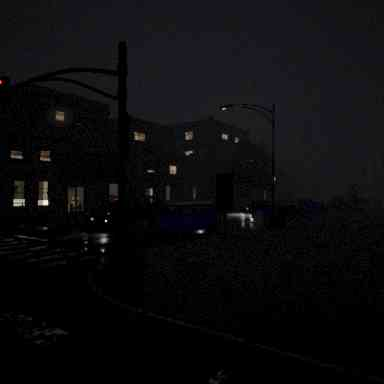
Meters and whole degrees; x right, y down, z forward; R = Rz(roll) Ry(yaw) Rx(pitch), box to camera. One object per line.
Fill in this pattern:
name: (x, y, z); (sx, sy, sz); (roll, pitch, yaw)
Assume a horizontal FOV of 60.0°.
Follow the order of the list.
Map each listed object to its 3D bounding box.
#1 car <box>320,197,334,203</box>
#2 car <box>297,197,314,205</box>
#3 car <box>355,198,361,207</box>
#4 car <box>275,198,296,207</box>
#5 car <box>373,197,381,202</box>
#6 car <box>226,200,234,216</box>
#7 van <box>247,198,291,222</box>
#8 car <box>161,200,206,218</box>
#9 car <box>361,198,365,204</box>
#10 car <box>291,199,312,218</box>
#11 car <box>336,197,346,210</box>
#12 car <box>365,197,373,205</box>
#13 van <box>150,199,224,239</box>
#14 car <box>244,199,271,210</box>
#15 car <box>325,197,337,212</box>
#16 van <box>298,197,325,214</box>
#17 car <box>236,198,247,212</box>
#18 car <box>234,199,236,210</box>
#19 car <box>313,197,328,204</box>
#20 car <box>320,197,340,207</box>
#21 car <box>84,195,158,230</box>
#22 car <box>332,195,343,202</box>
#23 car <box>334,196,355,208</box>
car: (31.149, 1.792, 76.706); (1.947, 1.339, 4.313); (0, 0, 35)
car: (21.621, 1.706, 63.155); (1.887, 1.381, 4.507); (0, 0, 35)
car: (25.290, 1.517, 53.805); (2.192, 1.841, 5.009); (0, 0, 35)
car: (15.268, 1.666, 54.122); (1.887, 1.381, 4.507); (0, 0, 35)
car: (44.347, 1.900, 80.904); (1.947, 1.339, 4.313); (0, 0, 35)
car: (1.530, 1.530, 30.077); (1.882, 1.535, 5.008); (1, 0, 35)
van: (6.232, 1.436, 26.704); (1.690, 1.788, 3.998); (0, 0, 35)
car: (-0.711, 1.559, 31.400); (1.752, 1.417, 4.829); (0, 0, 35)
car: (28.563, 1.748, 58.460); (1.752, 1.417, 4.829); (0, 0, 35)
car: (9.407, 1.656, 31.220); (1.887, 1.381, 4.507); (0, 0, 35)
car: (18.936, 1.729, 44.770); (1.947, 1.339, 4.313); (0, 0, 35)
car: (34.818, 1.810, 67.354); (1.887, 1.381, 4.507); (0, 0, 35)
van: (-0.121, 1.407, 17.670); (1.690, 1.788, 3.998); (0, 0, 35)
car: (8.915, 1.629, 45.090); (1.887, 1.381, 4.507); (0, 0, 35)
car: (15.858, 1.671, 40.393); (1.752, 1.417, 4.829); (0, 0, 35)
van: (12.584, 1.469, 35.737); (1.690, 1.788, 3.998); (0, 0, 35)
car: (7.488, 1.575, 38.533); (2.128, 1.511, 4.902); (1, 0, 35)
car: (5.740, 1.507, 40.573); (1.967, 1.590, 4.097); (0, 0, 35)
car: (27.875, 1.729, 72.050); (1.752, 1.417, 4.829); (0, 0, 35)
car: (22.747, 1.658, 54.689); (1.882, 1.535, 5.008); (1, 0, 35)
car: (-4.281, 1.248, 21.814); (2.150, 2.045, 5.566); (1, 0, 35)
car: (37.502, 1.713, 85.739); (1.967, 1.590, 4.097); (0, 0, 35)
car: (22.114, 1.497, 49.288); (2.192, 1.841, 5.009); (0, 0, 35)
